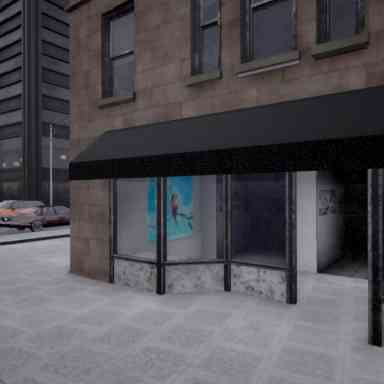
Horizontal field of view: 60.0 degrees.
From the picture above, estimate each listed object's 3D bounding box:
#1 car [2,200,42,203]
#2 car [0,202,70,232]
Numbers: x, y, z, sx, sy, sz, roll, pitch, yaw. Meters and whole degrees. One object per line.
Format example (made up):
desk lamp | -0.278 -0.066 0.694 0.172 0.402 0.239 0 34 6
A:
car | -11.317 1.311 20.982 2.097 1.767 4.553 0 0 35
car | -8.400 1.491 19.734 2.033 1.411 5.357 0 0 35
